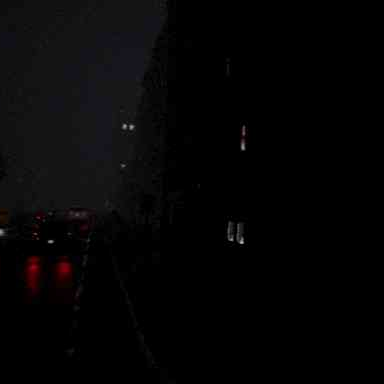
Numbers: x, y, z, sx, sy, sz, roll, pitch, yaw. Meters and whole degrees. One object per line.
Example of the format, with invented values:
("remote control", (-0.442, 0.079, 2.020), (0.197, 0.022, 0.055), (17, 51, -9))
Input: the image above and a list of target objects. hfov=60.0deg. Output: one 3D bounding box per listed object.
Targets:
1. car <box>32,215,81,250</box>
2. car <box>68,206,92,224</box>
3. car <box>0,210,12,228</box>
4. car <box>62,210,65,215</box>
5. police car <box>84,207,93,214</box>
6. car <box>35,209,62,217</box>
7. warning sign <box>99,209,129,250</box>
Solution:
("car", (-7.046, 2.139, 17.353), (1.812, 1.442, 4.674), (3, -3, -16))
("car", (-13.630, 2.691, 40.118), (2.150, 2.045, 5.566), (3, -2, -16))
("car", (-17.533, 2.319, 29.647), (1.882, 1.535, 5.008), (3, -3, -16))
("car", (-19.124, 3.142, 47.190), (1.812, 1.442, 4.674), (3, -3, -16))
("police car", (-25.832, 4.504, 82.683), (1.930, 1.638, 5.238), (3, -3, -19))
("car", (-16.317, 2.860, 37.620), (1.895, 1.301, 4.718), (3, -3, -15))
("warning sign", (-3.733, 1.769, 15.865), (1.300, 1.860, 1.060), (3, -3, -16))
